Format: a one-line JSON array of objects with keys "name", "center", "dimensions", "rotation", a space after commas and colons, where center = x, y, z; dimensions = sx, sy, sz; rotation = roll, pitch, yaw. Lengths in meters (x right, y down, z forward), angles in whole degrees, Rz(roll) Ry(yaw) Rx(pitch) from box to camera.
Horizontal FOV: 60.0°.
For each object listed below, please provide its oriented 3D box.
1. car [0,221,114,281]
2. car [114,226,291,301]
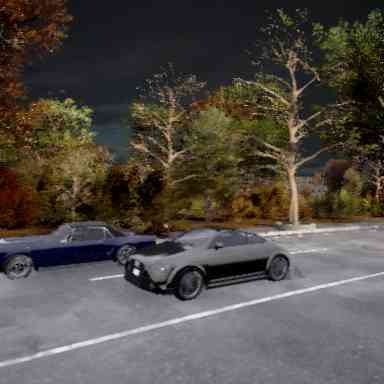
[{"name": "car", "center": [-3.539, 1.579, 9.887], "dimensions": [4.718, 1.301, 1.895], "rotation": [0, 0, -34]}, {"name": "car", "center": [0.477, 1.563, 8.291], "dimensions": [4.181, 1.385, 1.994], "rotation": [0, 0, -33]}]
